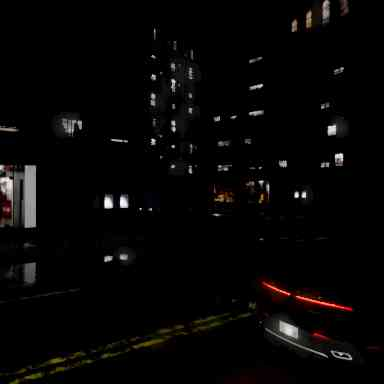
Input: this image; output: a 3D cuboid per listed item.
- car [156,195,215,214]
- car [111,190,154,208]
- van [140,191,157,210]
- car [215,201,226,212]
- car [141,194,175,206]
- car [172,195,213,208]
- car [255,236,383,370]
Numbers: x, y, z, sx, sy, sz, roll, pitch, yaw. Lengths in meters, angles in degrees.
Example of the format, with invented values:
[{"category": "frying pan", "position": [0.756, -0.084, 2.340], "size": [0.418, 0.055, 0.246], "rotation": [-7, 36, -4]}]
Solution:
[{"category": "car", "position": [-0.616, 1.144, 29.216], "size": [4.403, 1.369, 2.008], "rotation": [1, 0, 37]}, {"category": "car", "position": [-6.626, 0.759, 36.973], "size": [4.553, 1.767, 2.097], "rotation": [1, 1, 37]}, {"category": "van", "position": [-5.023, 0.823, 32.542], "size": [3.998, 1.788, 1.690], "rotation": [1, 0, 37]}, {"category": "car", "position": [0.844, 1.074, 31.341], "size": [5.008, 1.535, 1.882], "rotation": [1, 1, 37]}, {"category": "car", "position": [-4.373, 0.970, 42.539], "size": [4.206, 1.307, 1.802], "rotation": [1, 0, 37]}, {"category": "car", "position": [0.040, 1.050, 39.214], "size": [4.403, 1.369, 2.008], "rotation": [1, 0, 37]}, {"category": "car", "position": [3.228, 1.509, 5.614], "size": [4.892, 1.490, 1.837], "rotation": [0, 0, -35]}]
